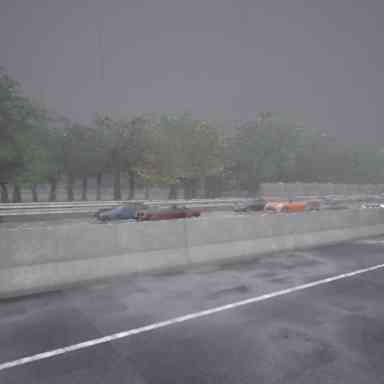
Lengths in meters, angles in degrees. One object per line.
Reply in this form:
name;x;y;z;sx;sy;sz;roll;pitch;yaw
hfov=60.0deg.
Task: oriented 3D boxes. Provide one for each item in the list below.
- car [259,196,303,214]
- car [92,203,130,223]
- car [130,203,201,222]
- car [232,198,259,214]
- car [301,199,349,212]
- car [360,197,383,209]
car;9.009;1.238;31.730;4.553;1.767;2.097;0;0;-35
car;-4.799;1.526;25.414;5.357;1.411;2.033;0;0;-38
car;-1.748;1.573;24.045;4.718;1.301;1.895;0;0;-35
car;6.223;1.397;33.900;4.892;1.490;1.837;-2;1;-36
car;12.110;1.438;29.631;4.181;1.385;1.994;-1;0;-35
car;16.196;1.202;28.223;4.553;1.767;2.097;-1;0;-35
